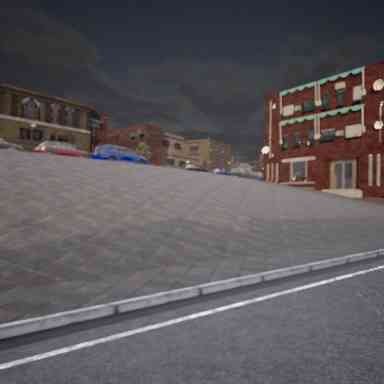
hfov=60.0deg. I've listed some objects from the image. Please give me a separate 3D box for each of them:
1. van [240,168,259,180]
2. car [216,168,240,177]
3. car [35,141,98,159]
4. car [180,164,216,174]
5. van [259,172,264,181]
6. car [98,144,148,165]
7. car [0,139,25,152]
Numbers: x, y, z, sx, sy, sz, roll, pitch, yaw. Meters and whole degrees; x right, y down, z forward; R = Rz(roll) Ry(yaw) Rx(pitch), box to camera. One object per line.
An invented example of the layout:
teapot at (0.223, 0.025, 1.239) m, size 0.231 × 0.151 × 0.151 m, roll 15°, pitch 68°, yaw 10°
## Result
van at (7.557, -2.368, 49.057) m, size 1.878 × 1.987 × 4.442 m, roll 1°, pitch -2°, yaw 39°
car at (3.971, -2.364, 44.656) m, size 2.002 × 1.452 × 4.674 m, roll 1°, pitch -2°, yaw 40°
car at (-10.790, -3.333, 28.111) m, size 2.185 × 1.767 × 4.553 m, roll 0°, pitch -1°, yaw 45°
car at (0.411, -2.597, 40.414) m, size 2.002 × 1.452 × 4.674 m, roll 0°, pitch -2°, yaw 41°
van at (10.940, -2.092, 53.434) m, size 1.878 × 1.987 × 4.442 m, roll 1°, pitch -2°, yaw 38°
car at (-6.917, -3.289, 32.172) m, size 2.435 × 2.045 × 5.566 m, roll 0°, pitch -1°, yaw 44°
car at (-14.754, -3.355, 24.103) m, size 4.892 × 1.521 × 2.231 m, roll 2°, pitch -1°, yaw -44°
